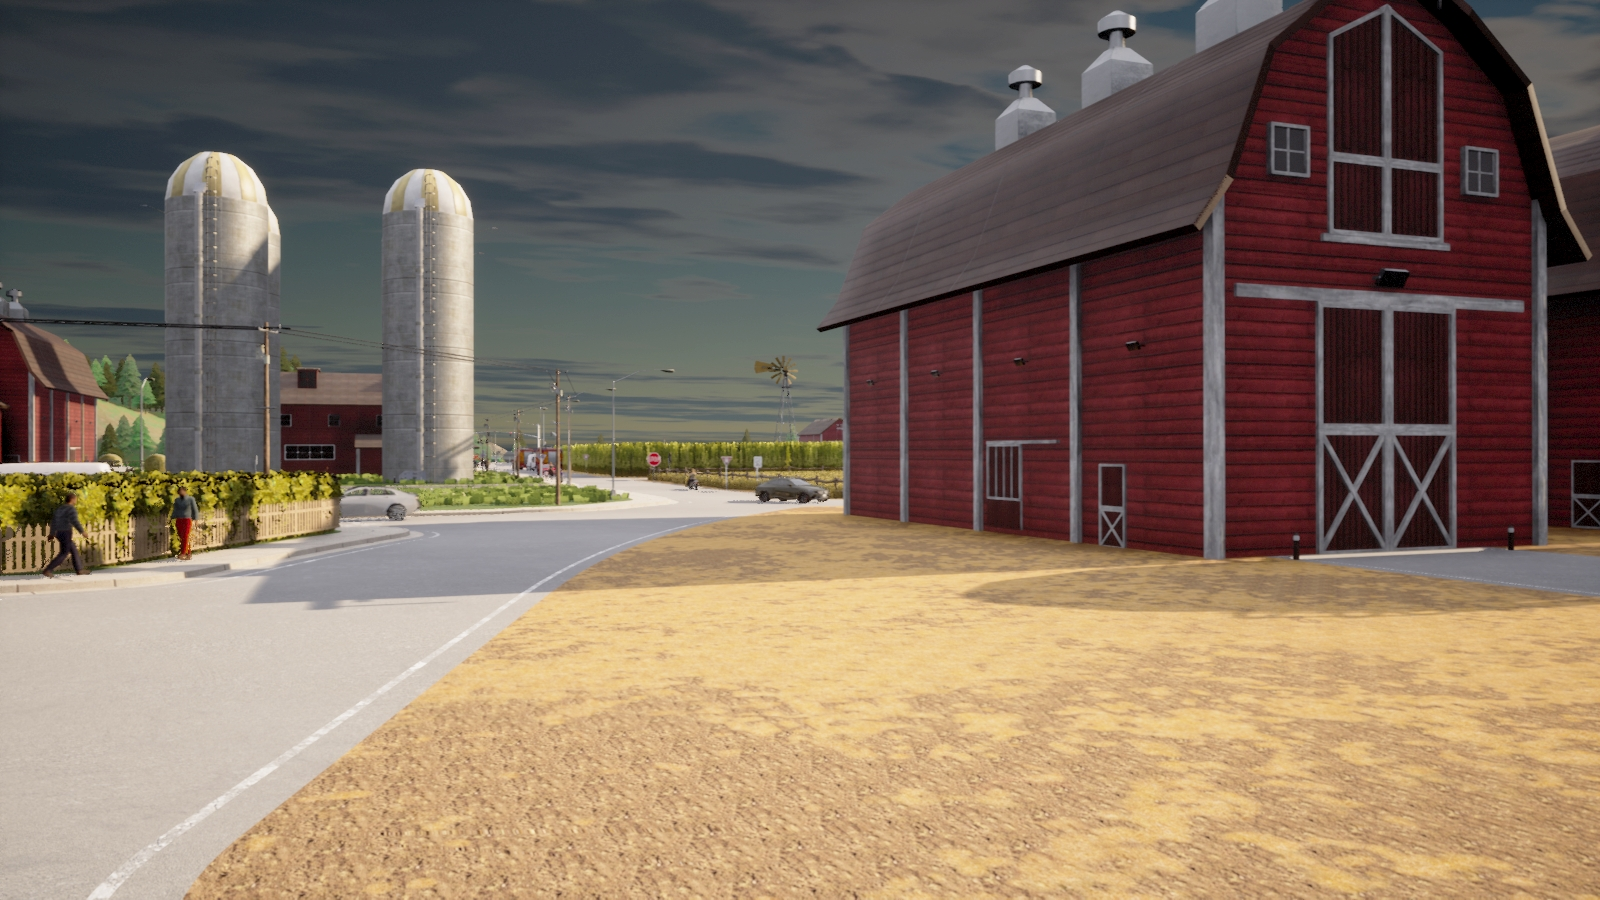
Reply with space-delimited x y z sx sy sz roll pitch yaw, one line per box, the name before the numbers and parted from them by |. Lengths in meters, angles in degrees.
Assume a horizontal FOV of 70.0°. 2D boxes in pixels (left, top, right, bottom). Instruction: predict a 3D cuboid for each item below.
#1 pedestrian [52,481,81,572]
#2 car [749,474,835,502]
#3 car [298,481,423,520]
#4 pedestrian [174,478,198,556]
pedestrian | -15.260 1.572 23.763 0.375 1.860 0.375 0 0 32
car | -0.483 2.140 64.988 4.674 1.442 2.002 0 0 38
car | -18.824 2.144 49.017 4.902 1.511 2.128 0 0 -23
pedestrian | -14.854 1.610 27.634 0.375 1.860 0.375 0 0 2
